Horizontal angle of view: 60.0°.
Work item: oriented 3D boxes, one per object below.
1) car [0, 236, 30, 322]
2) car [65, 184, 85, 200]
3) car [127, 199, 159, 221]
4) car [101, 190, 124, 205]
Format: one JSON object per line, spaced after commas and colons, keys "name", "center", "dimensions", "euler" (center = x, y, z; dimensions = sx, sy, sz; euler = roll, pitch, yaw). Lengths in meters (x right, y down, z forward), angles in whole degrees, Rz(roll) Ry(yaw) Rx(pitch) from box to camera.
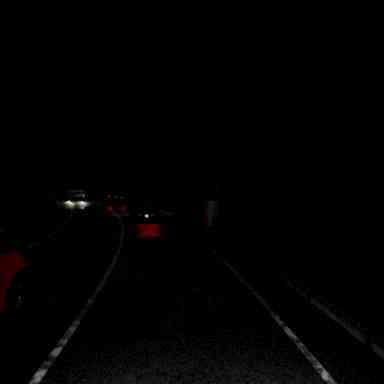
{"name": "car", "center": [-3.918, 1.354, 4.214], "dimensions": [2.097, 1.767, 4.553], "euler": [0, 0, -4]}
{"name": "car", "center": [-16.187, 0.018, 45.919], "dimensions": [2.150, 2.045, 5.566], "euler": [2, 2, -27]}
{"name": "car", "center": [-3.611, 1.265, 24.504], "dimensions": [1.837, 1.490, 4.892], "euler": [1, 2, -15]}
{"name": "car", "center": [-9.815, 0.550, 40.989], "dimensions": [2.097, 1.767, 4.553], "euler": [1, 2, -25]}
